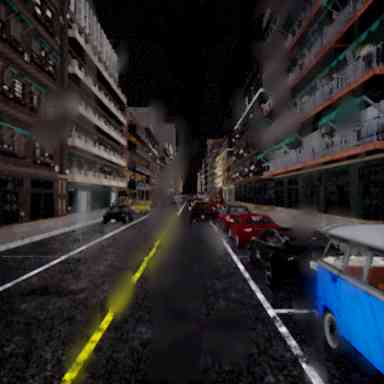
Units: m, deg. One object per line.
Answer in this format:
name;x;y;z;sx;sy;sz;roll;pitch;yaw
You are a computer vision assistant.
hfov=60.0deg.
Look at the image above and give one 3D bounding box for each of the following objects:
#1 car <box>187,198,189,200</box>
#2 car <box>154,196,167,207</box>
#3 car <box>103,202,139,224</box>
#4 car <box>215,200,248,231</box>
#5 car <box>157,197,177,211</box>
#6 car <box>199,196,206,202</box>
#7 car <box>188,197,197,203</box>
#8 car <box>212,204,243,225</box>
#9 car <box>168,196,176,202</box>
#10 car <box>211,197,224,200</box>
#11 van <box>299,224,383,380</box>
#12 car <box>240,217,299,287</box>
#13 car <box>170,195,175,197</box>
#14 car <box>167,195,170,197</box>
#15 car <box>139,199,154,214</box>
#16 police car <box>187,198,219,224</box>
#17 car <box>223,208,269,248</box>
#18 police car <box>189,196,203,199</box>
car;0.008;1.753;61.190;2.128;1.511;4.902;0;0;0
car;-5.682;1.674;54.328;1.967;1.590;4.097;0;0;0
car;-5.686;1.682;26.144;1.947;1.339;4.313;0;0;0
car;2.694;1.533;20.505;1.967;1.590;4.097;0;0;0
car;-3.082;1.756;44.041;1.994;1.385;4.181;0;0;0
car;2.703;1.895;88.310;1.752;1.417;4.829;0;0;0
car;0.009;1.780;76.189;1.994;1.385;4.181;0;0;0
car;2.695;1.668;26.140;2.008;1.369;4.403;0;0;0
car;-5.677;1.830;93.781;1.967;1.590;4.097;0;0;0
car;2.698;1.479;37.414;2.192;1.841;5.009;0;0;0
van;2.693;1.358;3.596;1.690;1.788;3.998;0;0;0
car;2.692;1.609;9.231;1.947;1.339;4.313;0;0;0
car;-5.677;1.683;88.146;2.192;1.841;5.009;0;0;0
car;-5.681;1.572;59.965;2.192;1.841;5.009;0;0;0
car;-5.684;1.689;37.247;1.752;1.417;4.829;0;0;0
police car;0.766;1.539;25.753;1.930;1.638;5.238;0;0;0
car;2.694;1.612;14.868;1.887;1.381;4.507;0;0;0
police car;0.905;1.607;41.747;1.930;1.638;5.238;0;0;0
